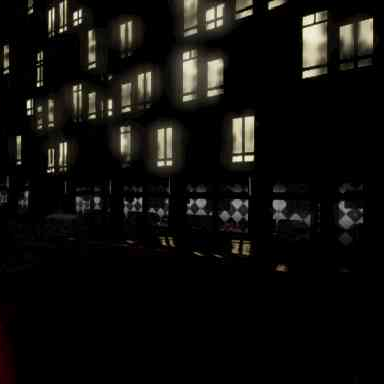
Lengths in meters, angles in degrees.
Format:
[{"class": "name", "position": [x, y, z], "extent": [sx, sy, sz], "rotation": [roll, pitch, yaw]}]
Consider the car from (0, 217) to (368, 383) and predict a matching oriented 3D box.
[{"class": "car", "position": [-0.911, 1.315, 3.520], "extent": [5.009, 1.841, 2.192], "rotation": [0, 0, 36]}]
